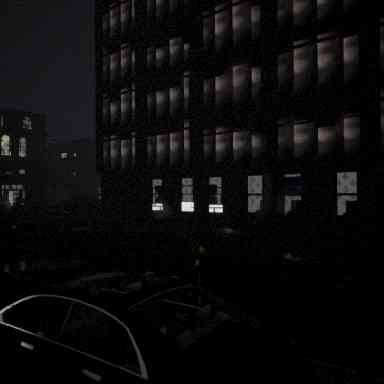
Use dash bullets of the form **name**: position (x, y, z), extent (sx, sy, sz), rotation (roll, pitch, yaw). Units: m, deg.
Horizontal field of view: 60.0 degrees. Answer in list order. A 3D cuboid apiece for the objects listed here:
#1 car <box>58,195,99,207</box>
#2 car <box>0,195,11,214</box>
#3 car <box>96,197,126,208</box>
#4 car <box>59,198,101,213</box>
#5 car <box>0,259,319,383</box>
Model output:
- **car**: position (-14.647, 1.376, 43.766), extent (2.150, 2.045, 5.566), rotation (0, -1, 36)
- **car**: position (-21.699, 1.315, 34.205), extent (2.150, 2.045, 5.566), rotation (0, -1, 36)
- **car**: position (-12.407, 1.643, 51.201), extent (1.967, 1.590, 4.097), rotation (-1, -1, 36)
- **car**: position (-12.191, 1.683, 37.295), extent (1.802, 1.307, 4.206), rotation (-1, -1, 36)
- **car**: position (-0.982, 1.551, 3.579), extent (4.403, 1.369, 2.008), rotation (0, 0, 35)
